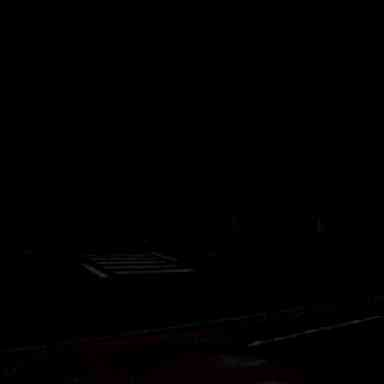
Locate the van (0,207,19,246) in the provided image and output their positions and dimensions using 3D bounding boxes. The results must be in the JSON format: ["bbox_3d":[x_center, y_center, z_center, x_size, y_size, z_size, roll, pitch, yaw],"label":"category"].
[{"bbox_3d":[-11.086,1.860,18.695,1.878,1.987,4.442,9,-5,-35],"label":"van"}]
